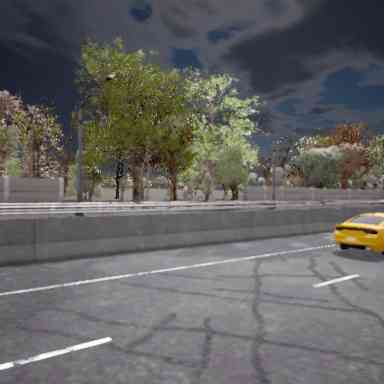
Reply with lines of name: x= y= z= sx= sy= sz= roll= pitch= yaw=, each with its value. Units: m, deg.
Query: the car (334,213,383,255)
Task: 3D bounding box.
car: x=7.967 y=1.622 z=13.819 sx=5.008 sy=1.535 sz=1.882 roll=0 pitch=0 yaw=-35
